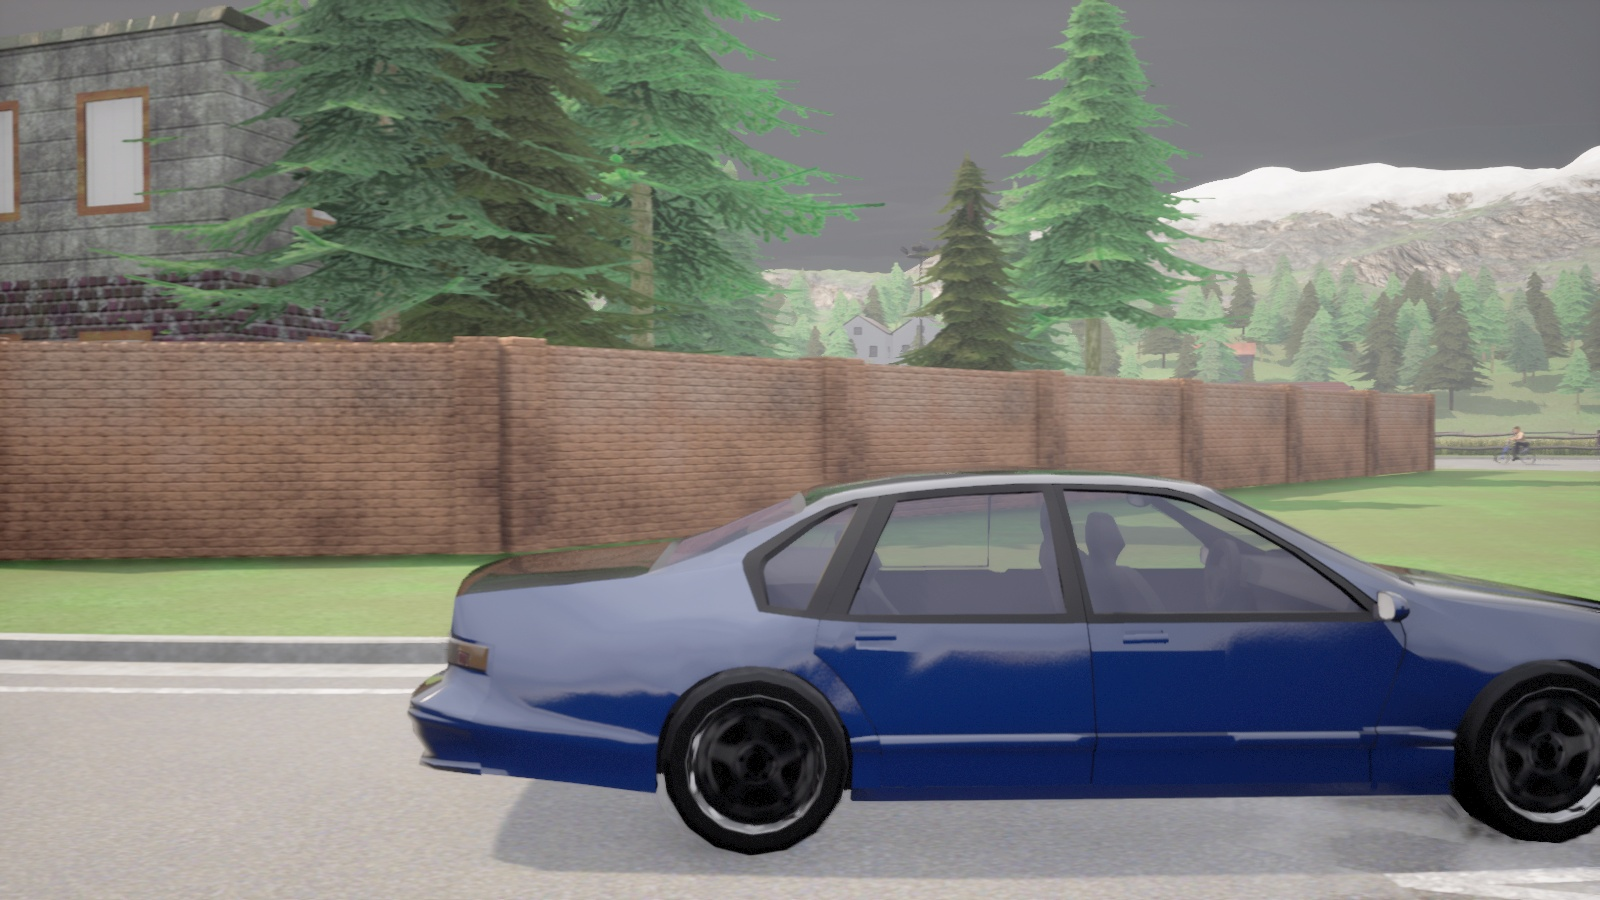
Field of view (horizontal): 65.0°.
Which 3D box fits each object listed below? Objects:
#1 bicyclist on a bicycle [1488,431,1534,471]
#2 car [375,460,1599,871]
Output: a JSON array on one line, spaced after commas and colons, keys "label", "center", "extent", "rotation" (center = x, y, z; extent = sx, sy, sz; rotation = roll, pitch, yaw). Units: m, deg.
[{"label": "bicyclist on a bicycle", "center": [29.429, 0.041, 51.998], "extent": [1.509, 1.612, 0.866], "rotation": [1, 1, 19]}, {"label": "car", "center": [1.135, 0.789, 5.560], "extent": [5.357, 1.411, 2.033], "rotation": [0, 1, -2]}]
